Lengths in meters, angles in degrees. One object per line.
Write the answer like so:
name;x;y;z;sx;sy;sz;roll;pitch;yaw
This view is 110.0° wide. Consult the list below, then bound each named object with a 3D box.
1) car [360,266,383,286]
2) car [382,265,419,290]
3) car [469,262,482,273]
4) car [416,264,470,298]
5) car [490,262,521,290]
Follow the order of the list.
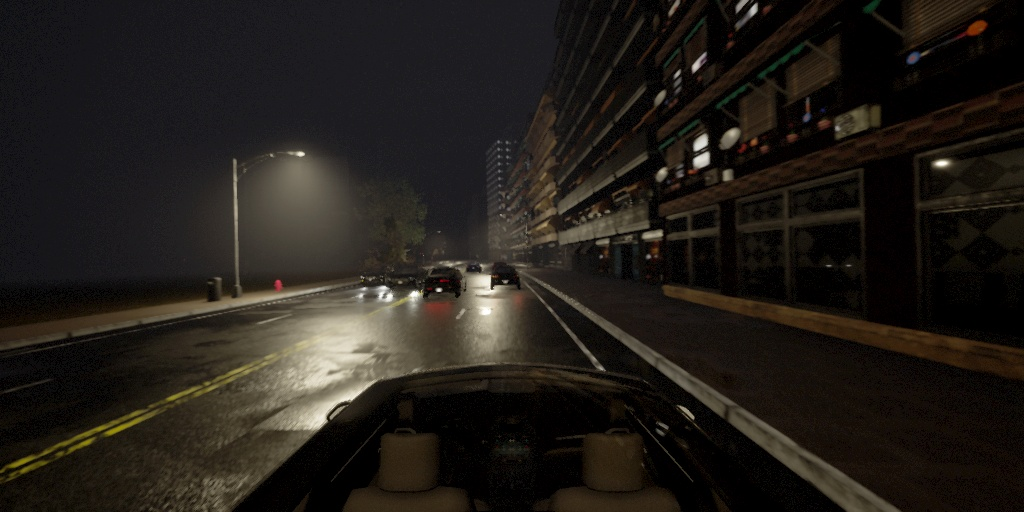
car;-10.641;1.549;29.040;1.837;1.490;4.892;-1;-1;-3
car;-7.230;1.434;25.365;1.882;1.535;5.008;-1;0;-2
car;-5.099;1.507;48.013;1.994;1.385;4.181;-1;0;-4
car;-3.555;1.365;19.456;1.837;1.490;4.892;-1;0;-2
car;-0.455;1.318;23.201;1.812;1.442;4.674;-1;0;-2
